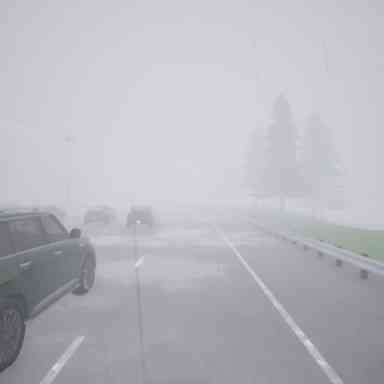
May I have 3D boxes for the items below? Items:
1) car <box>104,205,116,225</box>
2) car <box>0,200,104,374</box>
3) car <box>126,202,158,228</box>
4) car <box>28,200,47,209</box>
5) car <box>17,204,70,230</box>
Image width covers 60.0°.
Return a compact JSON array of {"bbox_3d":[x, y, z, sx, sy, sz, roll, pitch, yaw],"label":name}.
[{"bbox_3d":[-7.197,1.760,26.213,1.812,1.442,4.674,0,0,-3],"label":"car"},{"bbox_3d":[-3.402,1.276,5.786,2.150,2.045,5.566,0,0,0],"label":"car"},{"bbox_3d":[-3.605,1.723,24.212,1.837,1.490,4.892,0,0,-2],"label":"car"},{"bbox_3d":[-26.802,2.061,57.808,2.033,1.411,5.357,0,-1,-15],"label":"car"},{"bbox_3d":[-10.608,1.724,24.243,1.837,1.490,4.892,0,0,-2],"label":"car"}]
